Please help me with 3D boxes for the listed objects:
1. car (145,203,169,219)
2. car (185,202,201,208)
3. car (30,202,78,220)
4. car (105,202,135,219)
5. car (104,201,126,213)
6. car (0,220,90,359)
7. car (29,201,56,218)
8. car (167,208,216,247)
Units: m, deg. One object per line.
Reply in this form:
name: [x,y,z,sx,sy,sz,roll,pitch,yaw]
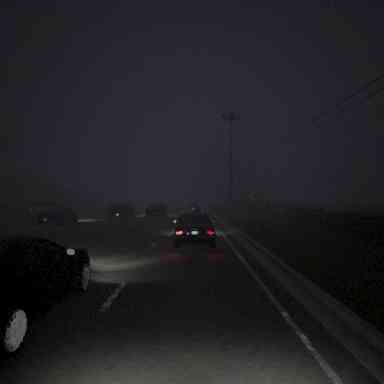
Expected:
car: [-3.379,1.792,32.674,1.882,1.535,5.008,0,0,0]
car: [0.129,1.964,41.533,1.994,1.385,4.181,0,-1,0]
car: [-10.467,1.774,26.060,1.812,1.442,4.674,0,0,1]
car: [-6.877,1.824,33.101,1.837,1.490,4.892,0,0,0]
car: [-10.386,1.999,45.368,1.994,1.385,4.181,0,0,0]
car: [-3.395,1.536,6.090,1.882,1.535,5.008,0,0,0]
car: [-13.878,1.660,32.397,2.097,1.767,4.553,0,-1,0]
car: [0.110,1.701,15.790,2.033,1.411,5.357,0,-1,0]
